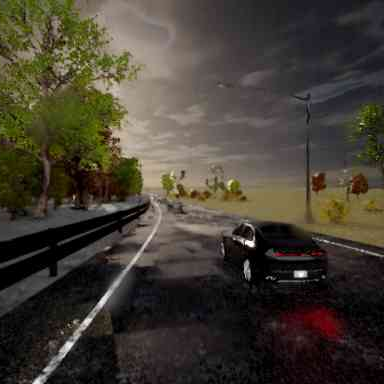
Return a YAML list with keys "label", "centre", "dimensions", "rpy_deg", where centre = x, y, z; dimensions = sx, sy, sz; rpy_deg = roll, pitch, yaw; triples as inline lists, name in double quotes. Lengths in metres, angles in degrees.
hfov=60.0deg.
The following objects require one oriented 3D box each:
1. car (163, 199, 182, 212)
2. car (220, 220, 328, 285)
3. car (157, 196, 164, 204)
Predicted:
- label: "car"
  centre: [-2.396, 1.896, 45.498]
  dimensions: [2.128, 1.511, 4.902]
  rpy_deg: [0, 0, -7]
- label: "car"
  centre: [2.120, 1.601, 9.813]
  dimensions: [1.837, 1.490, 4.892]
  rpy_deg: [0, -1, -7]
- label: "car"
  centre: [-6.542, 2.214, 78.285]
  dimensions: [1.994, 1.385, 4.181]
  rpy_deg: [0, 0, -7]
